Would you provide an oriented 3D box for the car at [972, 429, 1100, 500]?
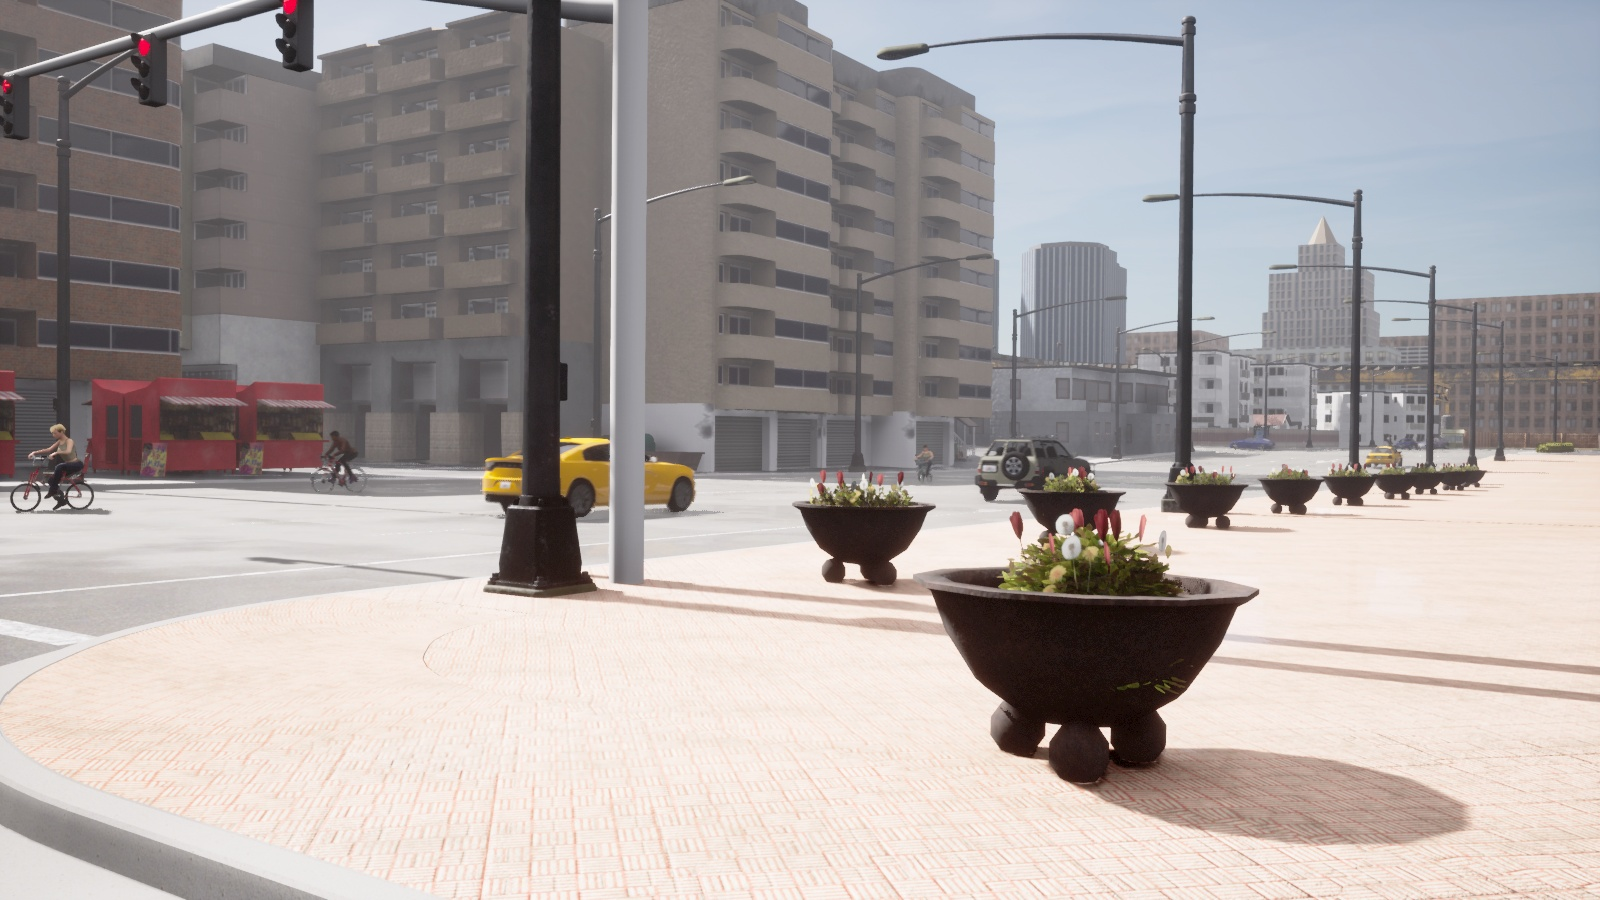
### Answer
[{"bbox_3d":[6.721,0.385,35.384,1.932,1.855,4.605,0,0,33],"label":"car"}]

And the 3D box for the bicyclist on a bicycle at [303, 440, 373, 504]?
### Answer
[{"bbox_3d":[-11.910,0.548,32.398,0.582,1.620,1.656,0,1,34],"label":"bicyclist on a bicycle"}]

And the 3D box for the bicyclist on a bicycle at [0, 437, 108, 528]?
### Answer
[{"bbox_3d":[-13.787,0.576,23.194,0.866,1.612,1.509,0,0,33],"label":"bicyclist on a bicycle"}]

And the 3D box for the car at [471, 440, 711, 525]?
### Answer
[{"bbox_3d":[-4.057,0.580,25.282,1.882,1.535,5.008,0,0,33],"label":"car"}]

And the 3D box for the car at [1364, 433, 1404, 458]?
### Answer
[{"bbox_3d":[40.665,-0.343,87.351,1.801,1.575,5.366,0,2,33],"label":"car"}]
